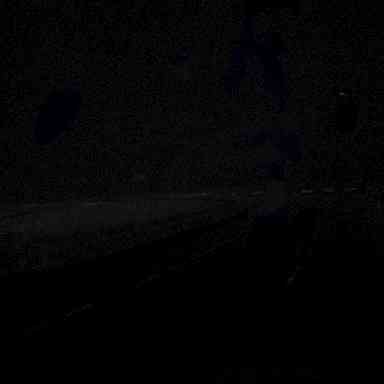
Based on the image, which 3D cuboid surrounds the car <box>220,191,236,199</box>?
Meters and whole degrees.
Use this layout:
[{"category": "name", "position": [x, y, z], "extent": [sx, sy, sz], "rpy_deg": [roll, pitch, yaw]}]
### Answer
[{"category": "car", "position": [9.954, 0.929, 87.028], "extent": [1.882, 1.535, 5.008], "rpy_deg": [-3, 0, -18]}]

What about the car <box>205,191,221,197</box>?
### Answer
[{"category": "car", "position": [6.078, 1.189, 87.593], "extent": [2.033, 1.411, 5.357], "rpy_deg": [-3, 0, -21]}]
